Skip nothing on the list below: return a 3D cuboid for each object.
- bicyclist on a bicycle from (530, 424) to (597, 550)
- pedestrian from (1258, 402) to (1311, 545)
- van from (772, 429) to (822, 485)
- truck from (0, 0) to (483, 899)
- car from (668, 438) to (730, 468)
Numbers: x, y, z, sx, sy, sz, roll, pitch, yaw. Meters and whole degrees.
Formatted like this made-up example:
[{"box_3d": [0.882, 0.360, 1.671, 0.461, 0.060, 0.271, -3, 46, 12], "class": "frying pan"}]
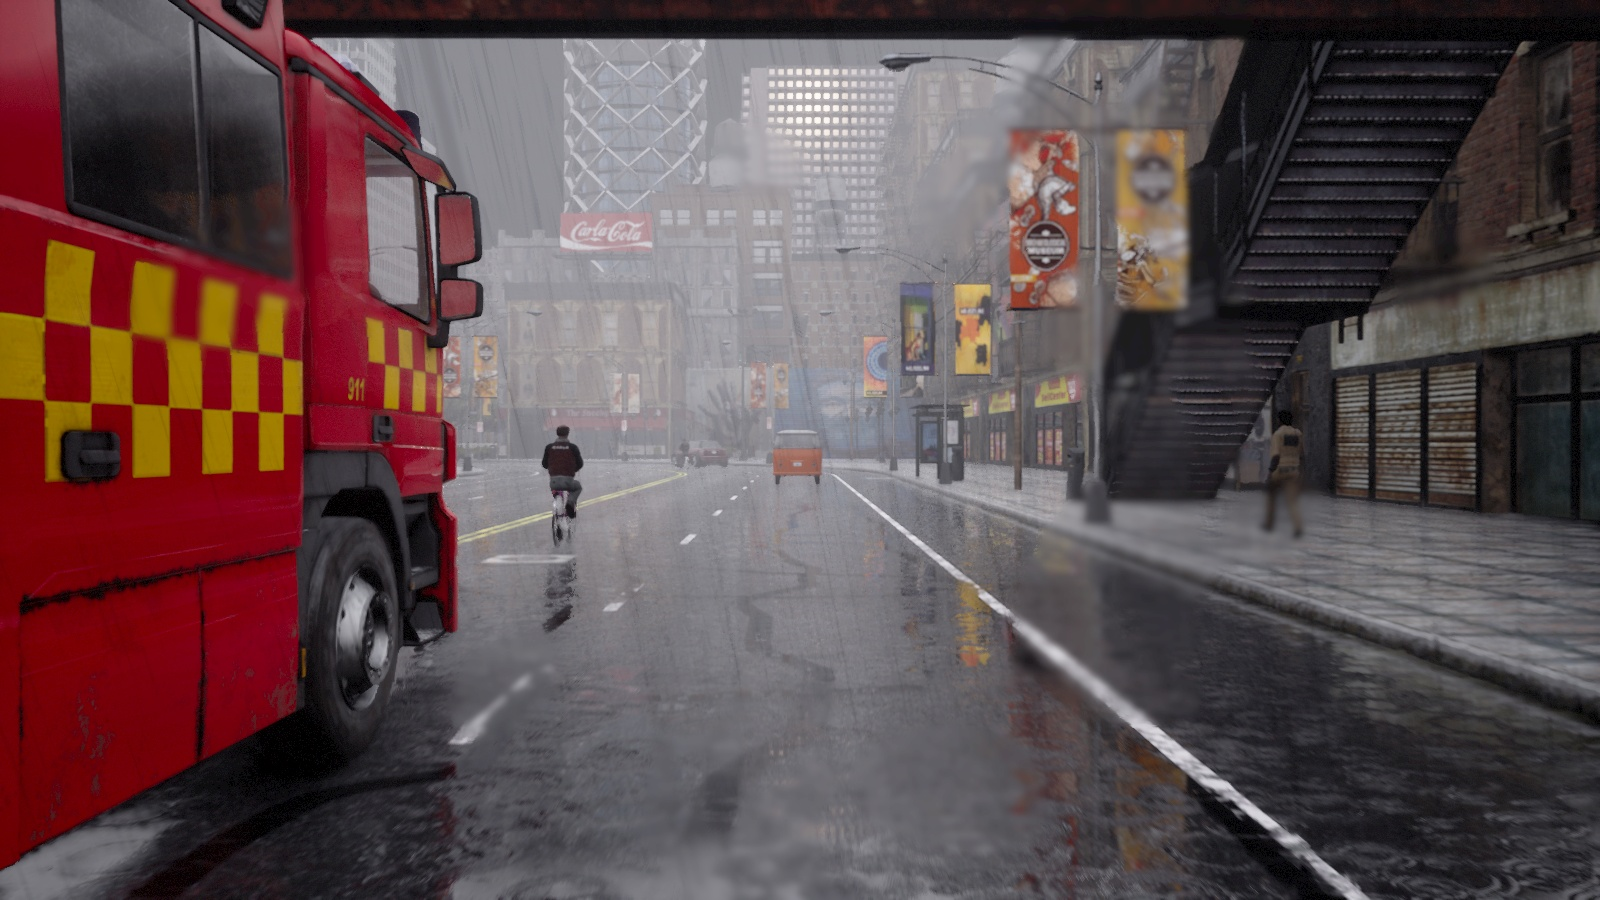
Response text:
[{"box_3d": [-3.484, 0.509, 18.629, 0.659, 1.776, 1.843, 0, 1, 0], "class": "bicyclist on a bicycle"}, {"box_3d": [6.669, 0.311, 17.301, 0.396, 1.930, 0.692, 0, 0, -6], "class": "pedestrian"}, {"box_3d": [-0.107, 0.235, 46.932, 1.775, 1.987, 4.442, 0, 0, 0], "class": "van"}, {"box_3d": [-3.460, -0.443, 3.643, 2.891, 3.827, 8.468, 0, 0, 0], "class": "truck"}, {"box_3d": [-6.315, 0.161, 77.870, 2.097, 1.767, 4.553, 0, 0, -29], "class": "car"}]
